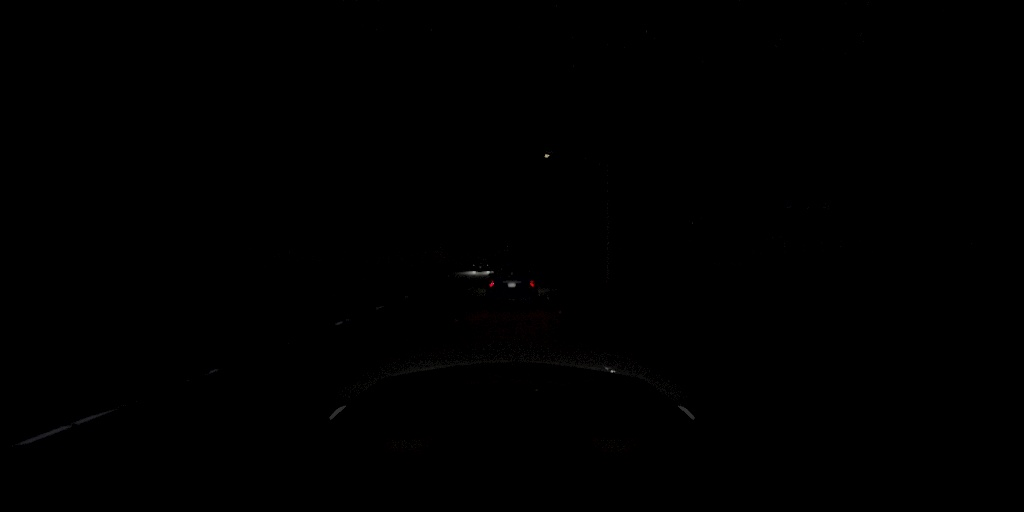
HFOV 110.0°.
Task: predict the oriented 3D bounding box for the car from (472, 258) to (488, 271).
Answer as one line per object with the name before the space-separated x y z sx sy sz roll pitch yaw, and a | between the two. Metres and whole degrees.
car | -3.510 0.988 42.244 1.837 1.490 4.892 0 1 0

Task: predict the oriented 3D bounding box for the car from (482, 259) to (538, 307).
car | 0.001 1.144 15.902 2.097 1.767 4.553 0 0 0
